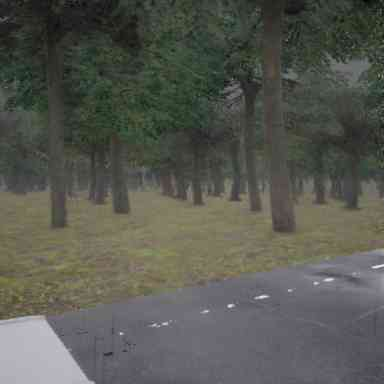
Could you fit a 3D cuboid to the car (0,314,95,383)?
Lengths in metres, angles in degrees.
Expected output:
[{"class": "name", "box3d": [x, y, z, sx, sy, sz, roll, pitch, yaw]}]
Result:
[{"class": "car", "box3d": [-3.083, 1.602, 1.793, 4.718, 1.301, 1.895, 0, 0, -36]}]
